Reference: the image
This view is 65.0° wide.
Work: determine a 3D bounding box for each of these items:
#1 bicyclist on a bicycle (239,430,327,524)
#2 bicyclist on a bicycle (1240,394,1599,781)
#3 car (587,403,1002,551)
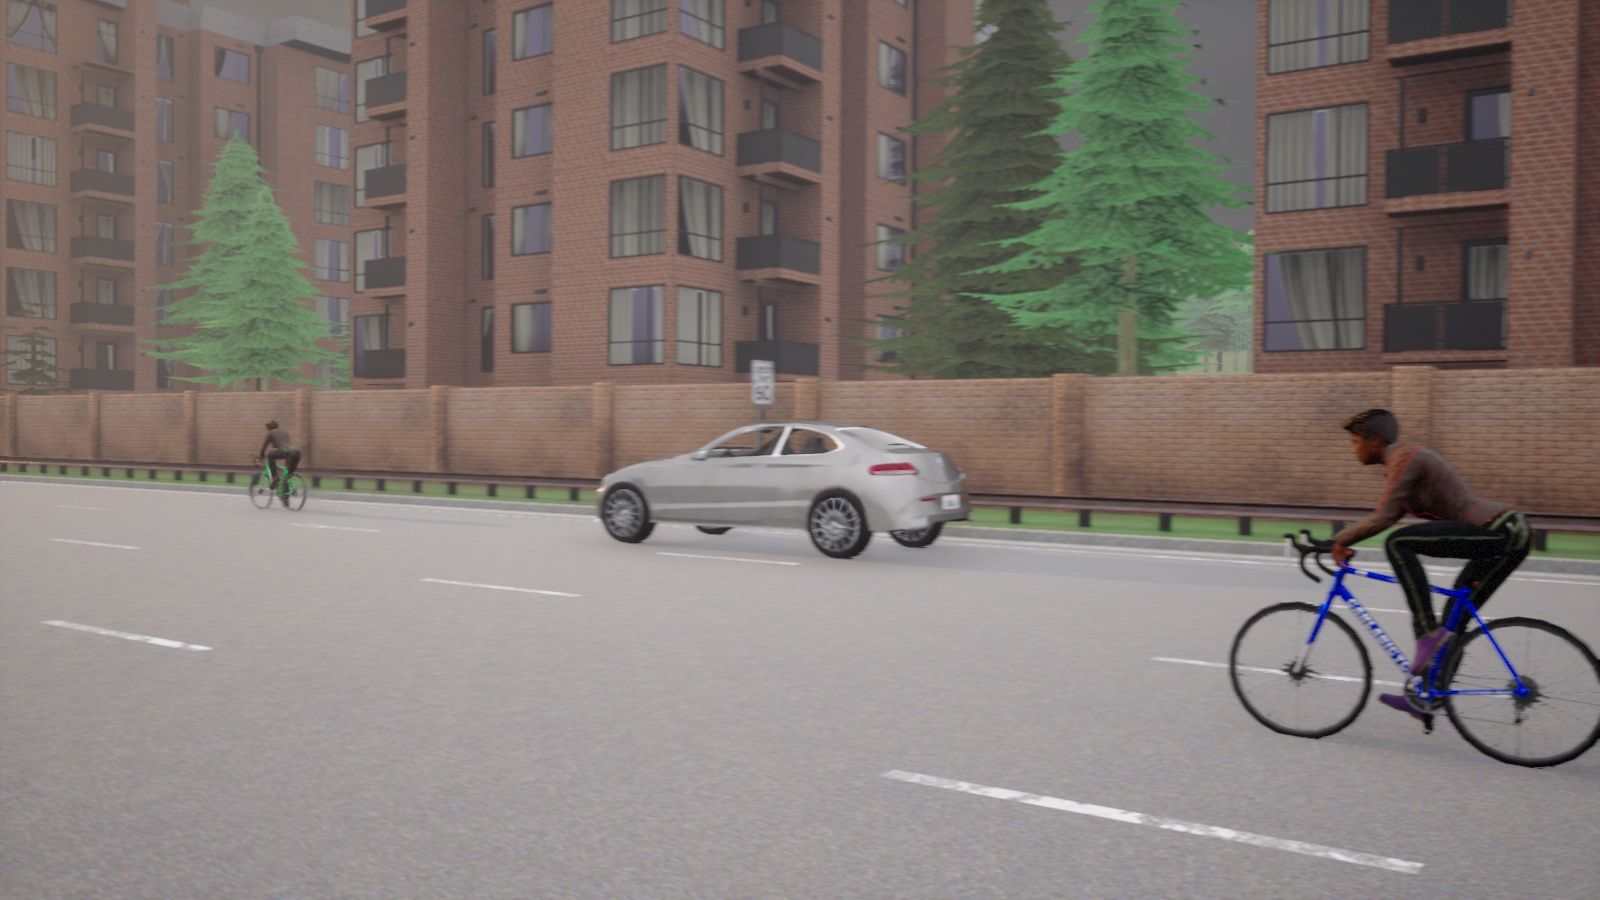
[{"bbox_3d":[-9.206,0.464,22.344,1.656,1.620,0.582,-1,1,34],"label":"bicyclist on a bicycle"},{"bbox_3d":[2.985,0.577,5.841,1.656,1.620,0.582,-1,1,34],"label":"bicyclist on a bicycle"},{"bbox_3d":[-0.152,0.289,16.325,5.027,1.651,2.152,0,1,34],"label":"car"}]
